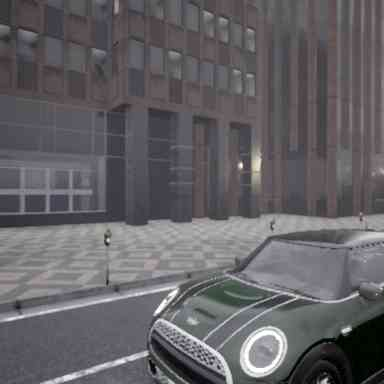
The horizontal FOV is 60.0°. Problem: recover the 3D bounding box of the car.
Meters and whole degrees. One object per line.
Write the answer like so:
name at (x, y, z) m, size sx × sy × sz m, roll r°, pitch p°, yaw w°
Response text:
car at (1.676, 1.365, 4.575) m, size 4.553 × 1.767 × 2.097 m, roll 0°, pitch 0°, yaw -36°
